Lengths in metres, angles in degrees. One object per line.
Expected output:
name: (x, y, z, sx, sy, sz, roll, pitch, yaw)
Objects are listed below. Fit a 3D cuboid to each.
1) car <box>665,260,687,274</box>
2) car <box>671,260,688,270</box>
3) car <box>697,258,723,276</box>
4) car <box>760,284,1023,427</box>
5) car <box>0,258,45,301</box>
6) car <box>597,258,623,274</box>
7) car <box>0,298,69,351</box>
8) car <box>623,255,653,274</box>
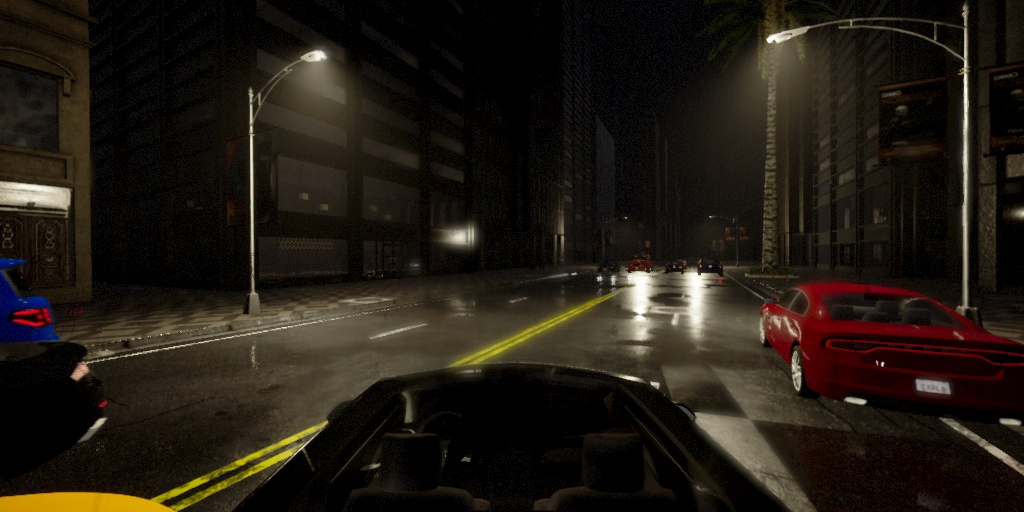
car: (17.824, 1.198, 39.187, 2.033, 1.411, 5.357, 0, 0, 26)
car: (23.544, 1.227, 50.322, 1.895, 1.301, 4.718, 0, 0, 27)
car: (19.293, 0.998, 35.002, 2.097, 1.767, 4.553, 0, 0, 27)
car: (5.514, 1.200, 5.928, 1.882, 1.535, 5.008, 0, 0, 27)
car: (-8.320, 1.013, 3.062, 2.150, 2.045, 5.566, 0, 0, 27)
car: (11.090, 1.207, 40.738, 1.812, 1.442, 4.674, 0, 0, 27)
car: (-5.442, 1.270, 1.550, 2.128, 1.511, 4.902, 0, 0, 27)
car: (14.199, 0.889, 39.708, 2.150, 2.045, 5.566, 0, 0, 27)
